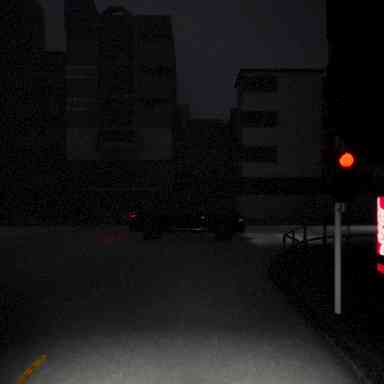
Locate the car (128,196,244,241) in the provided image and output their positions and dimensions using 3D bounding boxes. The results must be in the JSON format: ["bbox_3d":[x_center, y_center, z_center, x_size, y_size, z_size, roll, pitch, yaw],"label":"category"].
[{"bbox_3d":[-0.284,1.220,16.283,5.566,2.045,2.150,0,0,0],"label":"car"}]
